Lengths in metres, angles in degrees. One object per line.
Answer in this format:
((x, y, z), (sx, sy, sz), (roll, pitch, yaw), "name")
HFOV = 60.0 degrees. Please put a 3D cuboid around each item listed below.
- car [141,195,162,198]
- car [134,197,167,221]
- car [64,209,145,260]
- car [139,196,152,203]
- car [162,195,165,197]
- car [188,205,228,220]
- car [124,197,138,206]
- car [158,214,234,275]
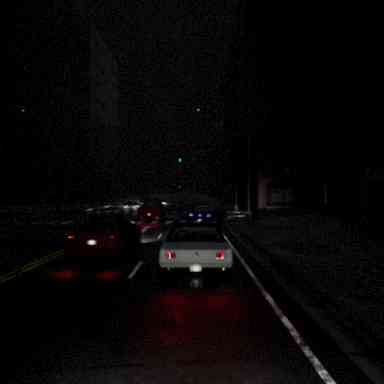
((-6.568, 1.509, 54.590), (2.033, 1.411, 5.357), (0, 0, 0), "car")
((-3.150, 1.458, 26.894), (1.882, 1.535, 5.008), (0, 0, 0), "car")
((-3.151, 1.555, 12.451), (1.994, 1.385, 4.181), (0, 0, 0), "car")
((-9.755, 1.490, 70.108), (2.033, 1.411, 5.357), (0, 0, 0), "car")
((-6.505, 1.476, 69.944), (2.128, 1.511, 4.902), (0, 0, 0), "car")
((1.272, 1.582, 24.210), (1.895, 1.301, 4.718), (0, 0, 19), "car")
((-9.816, 1.487, 54.665), (1.812, 1.442, 4.674), (0, 0, 0), "car")
((0.104, 1.593, 10.426), (1.895, 1.301, 4.718), (0, 0, 0), "car")
